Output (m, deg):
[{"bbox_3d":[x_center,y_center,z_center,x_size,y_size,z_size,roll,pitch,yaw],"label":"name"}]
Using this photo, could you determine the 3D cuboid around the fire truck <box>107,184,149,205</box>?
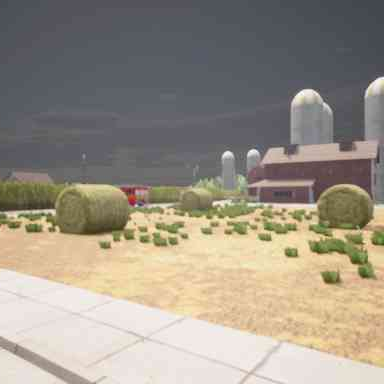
[{"bbox_3d":[-11.045,0.591,55.989,2.891,3.827,8.468,0,0,32],"label":"fire truck"}]
